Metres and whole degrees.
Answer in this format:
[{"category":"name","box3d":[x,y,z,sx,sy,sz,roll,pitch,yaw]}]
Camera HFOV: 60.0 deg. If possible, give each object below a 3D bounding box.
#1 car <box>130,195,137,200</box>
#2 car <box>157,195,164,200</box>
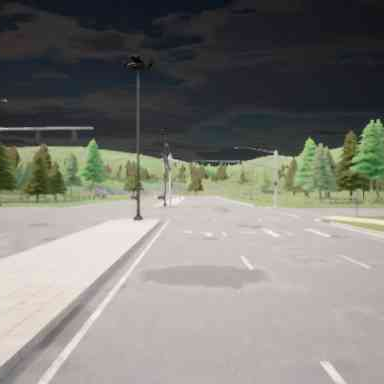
[{"category":"car","box3d":[-15.137,1.436,88.537,2.033,1.411,5.357,0,0,0]},{"category":"car","box3d":[-8.138,1.436,88.406,2.033,1.411,5.357,0,0,0]}]
